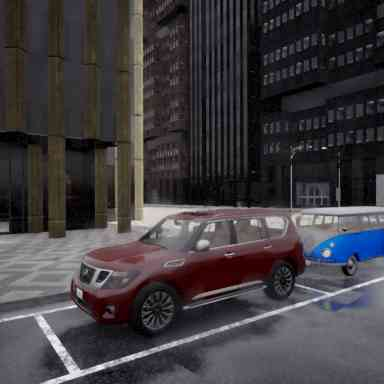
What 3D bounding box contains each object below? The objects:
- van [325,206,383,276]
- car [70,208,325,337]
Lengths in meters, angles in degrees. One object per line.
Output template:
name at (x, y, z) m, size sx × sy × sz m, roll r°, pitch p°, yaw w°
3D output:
van at (4.728, 1.341, 10.035) m, size 3.998 × 1.788 × 1.690 m, roll 0°, pitch 0°, yaw -36°
car at (0.231, 1.315, 6.824) m, size 5.009 × 1.841 × 2.192 m, roll 0°, pitch 0°, yaw -36°
